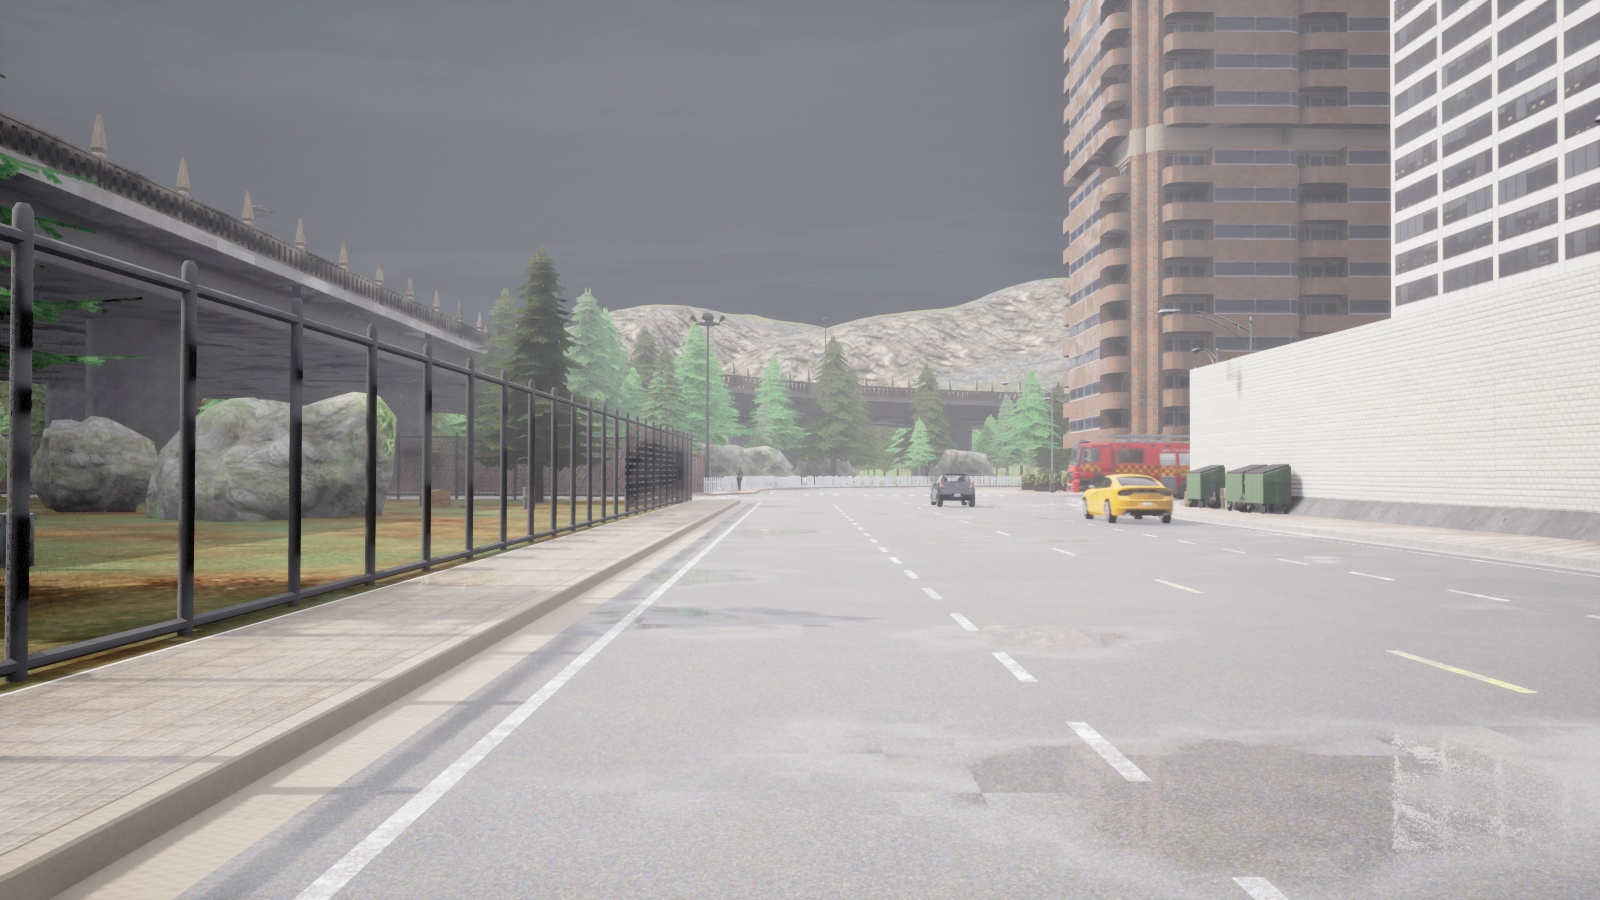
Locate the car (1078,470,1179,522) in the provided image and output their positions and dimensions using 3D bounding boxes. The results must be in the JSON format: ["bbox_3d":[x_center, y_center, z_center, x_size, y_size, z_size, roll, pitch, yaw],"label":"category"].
[{"bbox_3d":[10.387,1.422,40.049,1.882,1.535,5.008,0,-1,0],"label":"car"}]

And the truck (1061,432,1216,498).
[{"bbox_3d":[20.051,0.877,74.729,8.468,3.827,2.891,0,-1,4],"label":"truck"}]

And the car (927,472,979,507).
[{"bbox_3d":[6.842,1.746,56.416,1.845,1.501,3.633,0,-1,0],"label":"car"}]
